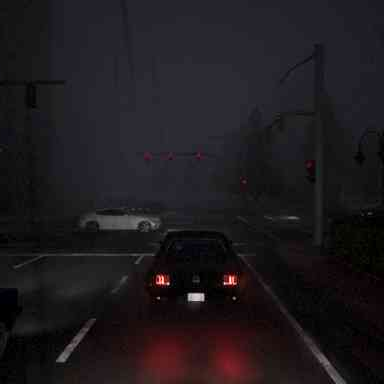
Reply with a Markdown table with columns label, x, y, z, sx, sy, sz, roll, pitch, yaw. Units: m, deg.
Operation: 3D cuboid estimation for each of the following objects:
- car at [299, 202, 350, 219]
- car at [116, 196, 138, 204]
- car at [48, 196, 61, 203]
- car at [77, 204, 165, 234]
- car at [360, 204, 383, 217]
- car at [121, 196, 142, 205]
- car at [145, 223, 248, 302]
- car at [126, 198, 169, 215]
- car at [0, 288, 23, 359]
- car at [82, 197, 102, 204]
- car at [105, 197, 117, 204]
| label | x | y | z | sx | sy | sz | roll | pitch | yaw |
| --- | --- | --- | --- | --- | --- | --- | --- | --- | --- |
| car | 11.725 | 1.619 | 29.563 | 4.181 | 1.385 | 1.994 | 0 | 0 | 1 |
| car | -8.889 | 1.526 | 45.539 | 1.812 | 1.442 | 4.674 | 0 | 0 | -18 |
| car | -29.685 | 1.516 | 69.884 | 4.674 | 1.442 | 1.812 | 0 | 0 | 27 |
| car | -4.096 | 1.568 | 18.973 | 4.674 | 1.442 | 1.812 | 0 | 0 | 0 |
| car | 15.763 | 1.560 | 26.021 | 4.892 | 1.490 | 1.837 | 0 | 0 | 0 |
| car | -10.575 | 1.505 | 57.753 | 1.837 | 1.490 | 4.892 | 1 | 0 | -32 |
| car | 0.091 | 1.601 | 8.193 | 1.895 | 1.301 | 4.718 | 0 | 0 | 0 |
| car | -3.943 | 1.574 | 32.176 | 2.033 | 1.411 | 5.357 | 0 | 0 | 17 |
| car | -3.429 | 1.601 | 2.769 | 1.895 | 1.301 | 4.718 | 0 | 0 | 0 |
| car | -18.600 | 1.601 | 61.901 | 1.895 | 1.301 | 4.718 | 0 | 0 | -45 |
| car | -12.547 | 1.478 | 53.920 | 1.882 | 1.535 | 5.008 | 0 | 0 | -31 |
